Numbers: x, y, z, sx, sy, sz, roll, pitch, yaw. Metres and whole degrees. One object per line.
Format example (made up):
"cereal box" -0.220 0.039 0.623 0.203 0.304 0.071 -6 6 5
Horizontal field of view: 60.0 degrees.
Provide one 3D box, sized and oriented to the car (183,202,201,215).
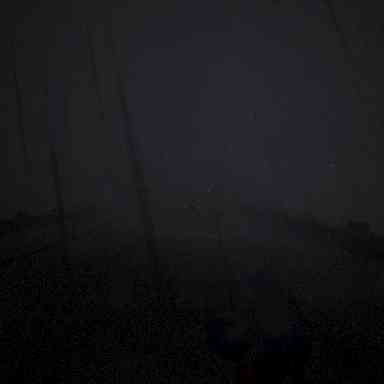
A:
"car" 0.029 1.895 38.885 1.812 1.442 4.674 0 -1 0
